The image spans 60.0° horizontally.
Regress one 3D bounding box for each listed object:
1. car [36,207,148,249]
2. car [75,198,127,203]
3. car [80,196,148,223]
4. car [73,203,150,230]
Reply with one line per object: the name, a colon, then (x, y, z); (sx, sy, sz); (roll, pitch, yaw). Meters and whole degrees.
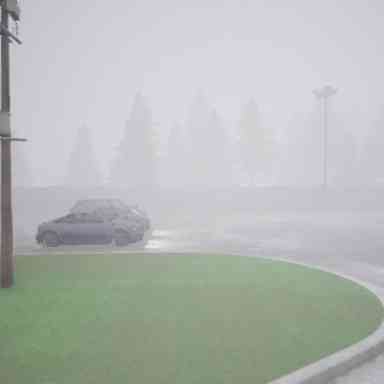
car: (-4.096, 1.489, 13.739); (4.181, 1.385, 1.994); (0, 0, -3)
car: (-5.350, 1.236, 20.679); (4.553, 1.767, 2.097); (0, 0, -3)
car: (-5.541, 1.214, 24.174); (4.553, 1.767, 2.097); (0, 0, -3)
car: (-4.265, 1.466, 17.235); (4.181, 1.385, 1.994); (0, 0, -3)
